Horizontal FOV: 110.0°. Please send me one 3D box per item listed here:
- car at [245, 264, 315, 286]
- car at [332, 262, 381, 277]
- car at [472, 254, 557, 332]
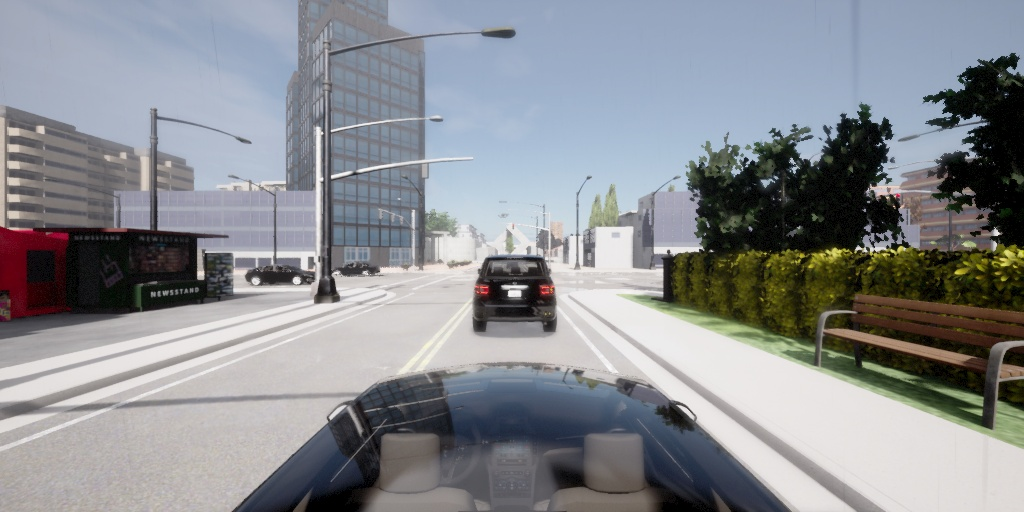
[{"bbox_3d":[-16.620,1.362,26.120,4.892,1.490,1.837,-1,0,0],"label":"car"},{"bbox_3d":[-16.055,1.363,36.824,4.892,1.490,1.837,-1,0,0],"label":"car"},{"bbox_3d":[0.082,0.971,11.013,2.150,2.045,5.566,0,0,0],"label":"car"}]
